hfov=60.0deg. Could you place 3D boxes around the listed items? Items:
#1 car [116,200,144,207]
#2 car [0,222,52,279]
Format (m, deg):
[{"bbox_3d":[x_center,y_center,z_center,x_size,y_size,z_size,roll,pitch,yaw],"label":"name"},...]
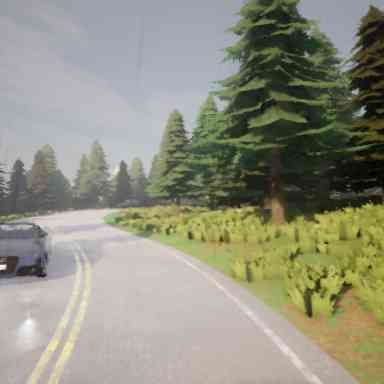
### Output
[{"bbox_3d":[-9.527,1.898,51.913,2.033,1.411,5.357,-4,-4,28],"label":"car"},{"bbox_3d":[-5.265,1.604,9.823,1.994,1.385,4.181,0,0,-20],"label":"car"}]
